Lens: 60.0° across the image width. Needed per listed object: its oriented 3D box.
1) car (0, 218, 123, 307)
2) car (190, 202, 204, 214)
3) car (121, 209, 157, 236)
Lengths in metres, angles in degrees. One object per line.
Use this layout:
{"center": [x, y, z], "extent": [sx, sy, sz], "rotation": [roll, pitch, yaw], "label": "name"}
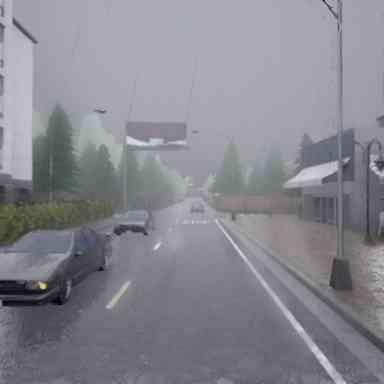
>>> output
{"center": [-3.490, 1.644, 8.624], "extent": [2.033, 1.411, 5.357], "rotation": [0, -1, 1], "label": "car"}
{"center": [0.725, 2.147, 45.809], "extent": [2.033, 1.411, 5.357], "rotation": [0, 1, 1], "label": "car"}
{"center": [-3.301, 1.780, 20.364], "extent": [2.033, 1.411, 5.357], "rotation": [0, -1, 1], "label": "car"}
